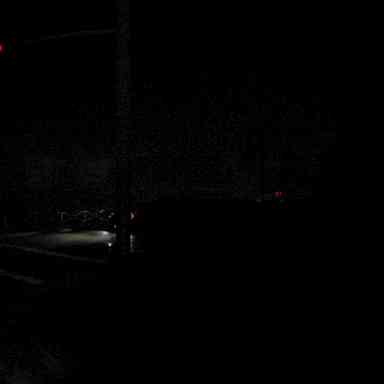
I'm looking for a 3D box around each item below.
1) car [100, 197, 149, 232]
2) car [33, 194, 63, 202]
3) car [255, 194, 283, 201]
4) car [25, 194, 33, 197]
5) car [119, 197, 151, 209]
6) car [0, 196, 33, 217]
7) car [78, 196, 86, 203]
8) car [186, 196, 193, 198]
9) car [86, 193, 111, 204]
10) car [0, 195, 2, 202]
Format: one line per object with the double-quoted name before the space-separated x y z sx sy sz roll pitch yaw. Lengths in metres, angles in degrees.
"car" -3.019 1.356 20.536 2.097 1.767 4.553 0 0 35
"car" -28.899 1.173 67.715 2.152 1.636 5.027 0 0 35
"car" 8.451 1.226 37.022 2.150 2.045 5.566 0 0 35
"car" -34.324 1.254 71.157 1.970 1.475 3.806 0 0 35
"car" -7.472 1.394 43.800 1.970 1.475 3.806 0 0 35
"car" -15.783 1.348 26.879 2.007 1.523 4.514 0 0 35
"car" -18.454 1.092 60.325 1.905 1.878 3.866 0 0 35
"car" -0.753 1.383 48.137 1.845 1.501 3.633 0 0 35
"car" -15.844 1.112 58.983 1.932 1.855 4.605 0 0 35
"car" -41.386 1.320 67.518 2.007 1.523 4.514 0 0 35
